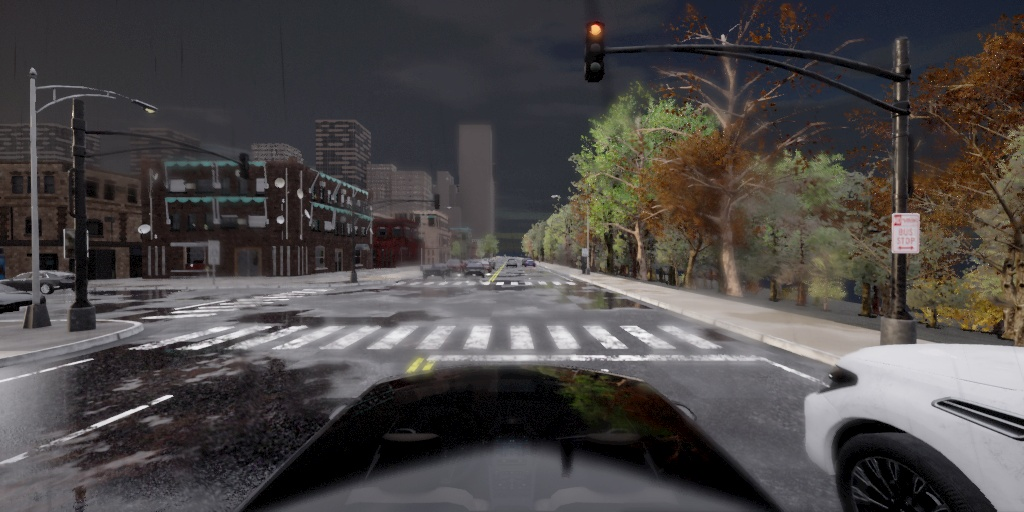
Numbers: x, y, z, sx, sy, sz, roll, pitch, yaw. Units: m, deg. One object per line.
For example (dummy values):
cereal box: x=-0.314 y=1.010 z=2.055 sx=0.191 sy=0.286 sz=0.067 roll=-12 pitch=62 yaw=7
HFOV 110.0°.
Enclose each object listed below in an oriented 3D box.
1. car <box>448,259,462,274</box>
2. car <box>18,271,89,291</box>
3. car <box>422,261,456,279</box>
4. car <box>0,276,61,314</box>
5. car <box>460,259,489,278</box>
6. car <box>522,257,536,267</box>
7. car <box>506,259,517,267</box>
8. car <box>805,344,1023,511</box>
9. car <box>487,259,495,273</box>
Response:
car: x=-6.681 y=1.089 z=41.560 sx=2.097 sy=1.767 sz=4.553 roll=0 pitch=0 yaw=0
car: x=-28.326 y=1.559 z=21.616 sx=4.403 sy=1.370 sz=2.007 roll=0 pitch=0 yaw=0
car: x=-6.678 y=1.341 z=32.475 sx=1.895 sy=1.301 sz=4.718 roll=0 pitch=0 yaw=0
car: x=-19.973 y=1.565 z=13.123 sx=4.313 sy=1.339 sz=1.948 roll=0 pitch=0 yaw=0
car: x=-3.446 y=1.287 z=33.865 sx=2.033 sy=1.411 sz=5.357 roll=0 pitch=0 yaw=-4
car: x=3.204 y=1.252 z=64.077 sx=1.812 sy=1.442 sz=4.674 roll=0 pitch=0 yaw=0
car: x=-0.054 y=1.291 z=64.107 sx=1.994 sy=1.385 sz=4.181 roll=0 pitch=0 yaw=0
car: x=3.356 y=0.972 z=0.374 sx=2.150 sy=2.045 sz=5.566 roll=0 pitch=0 yaw=0
car: x=-3.434 y=1.262 z=43.328 sx=1.812 sy=1.442 sz=4.674 roll=0 pitch=0 yaw=0
